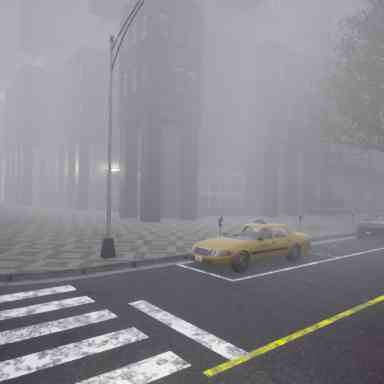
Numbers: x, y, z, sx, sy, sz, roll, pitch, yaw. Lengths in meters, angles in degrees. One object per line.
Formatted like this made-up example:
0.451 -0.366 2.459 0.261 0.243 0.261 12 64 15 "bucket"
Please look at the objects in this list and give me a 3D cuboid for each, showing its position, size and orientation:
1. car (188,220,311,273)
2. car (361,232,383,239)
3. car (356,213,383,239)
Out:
2.075 1.632 11.121 4.829 1.417 1.752 1 0 -39 "car"
5.595 1.603 6.552 4.902 1.511 2.128 1 -1 -39 "car"
10.472 1.808 17.832 4.507 1.381 1.887 1 0 -39 "car"
